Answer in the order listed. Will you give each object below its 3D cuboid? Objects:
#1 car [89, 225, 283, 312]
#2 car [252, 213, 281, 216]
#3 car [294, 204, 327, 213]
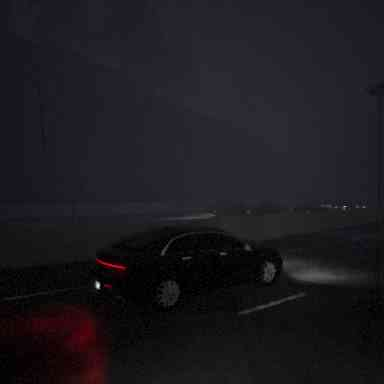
[{"bbox_3d":[0.116,1.540,7.829,4.892,1.490,1.837,0,0,-37],"label":"car"},{"bbox_3d":[6.937,1.662,32.331,4.902,1.511,2.128,0,0,-44],"label":"car"},{"bbox_3d":[11.188,1.786,31.577,4.718,1.301,1.895,0,0,-45],"label":"car"}]
